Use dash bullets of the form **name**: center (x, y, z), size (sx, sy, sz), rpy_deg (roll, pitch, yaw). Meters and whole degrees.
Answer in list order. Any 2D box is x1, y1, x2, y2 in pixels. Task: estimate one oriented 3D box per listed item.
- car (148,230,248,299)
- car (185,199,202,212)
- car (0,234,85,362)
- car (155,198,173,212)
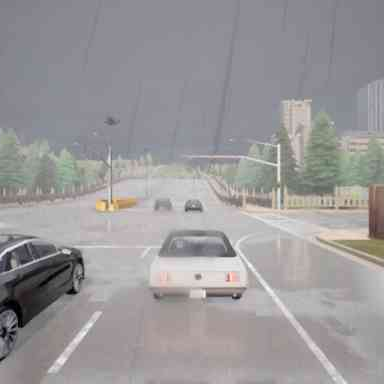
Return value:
- **car**: center (0.117, 1.595, 8.358), size (1.895, 1.301, 4.718), rpy_deg (0, 0, 0)
- **car**: center (0.185, 1.538, 38.852), size (1.994, 1.385, 4.181), rpy_deg (0, 0, 0)
- **car**: center (-3.387, 1.488, 5.823), size (2.128, 1.511, 4.902), rpy_deg (0, 0, 0)
- **car**: center (-3.315, 1.478, 39.263), size (1.837, 1.490, 4.892), rpy_deg (0, 0, 0)
